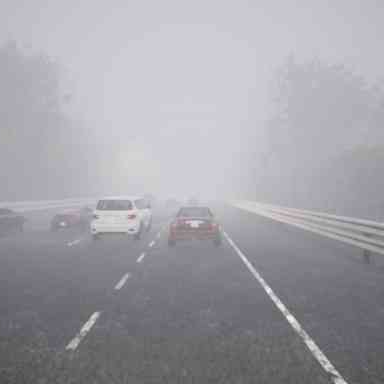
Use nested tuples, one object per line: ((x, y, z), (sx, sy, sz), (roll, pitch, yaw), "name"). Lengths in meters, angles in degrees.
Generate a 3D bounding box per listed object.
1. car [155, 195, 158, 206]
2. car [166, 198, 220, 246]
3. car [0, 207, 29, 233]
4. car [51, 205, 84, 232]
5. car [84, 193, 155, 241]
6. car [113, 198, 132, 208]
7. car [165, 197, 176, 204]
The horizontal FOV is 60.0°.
((-6.846, 1.238, 54.236), (2.150, 2.045, 5.566), (0, 0, 0), "car")
((0.114, 1.355, 15.436), (2.097, 1.767, 4.553), (0, 0, 0), "car")
((-10.383, 1.507, 17.432), (1.837, 1.490, 4.892), (0, 0, 0), "car")
((-6.881, 1.529, 20.037), (1.812, 1.442, 4.674), (0, 0, 0), "car")
((-3.384, 1.226, 16.803), (2.150, 2.045, 5.566), (0, 0, 0), "car")
((-10.351, 1.614, 50.082), (1.895, 1.301, 4.718), (0, 0, 0), "car")
((-3.345, 1.509, 55.197), (2.128, 1.511, 4.902), (0, 0, 0), "car")
